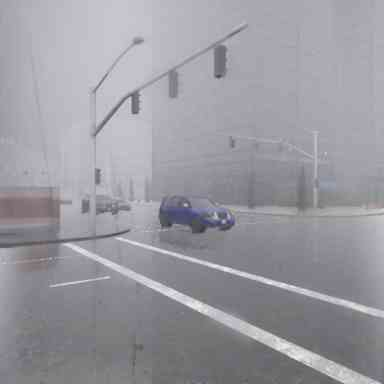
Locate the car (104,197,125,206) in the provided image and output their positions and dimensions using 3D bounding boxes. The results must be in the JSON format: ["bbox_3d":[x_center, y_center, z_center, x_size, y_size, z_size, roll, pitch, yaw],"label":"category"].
[{"bbox_3d":[-13.119,1.526,56.451,1.812,1.442,4.674,0,0,-36],"label":"car"}]

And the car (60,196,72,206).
[{"bbox_3d":[-21.690,1.478,56.186,1.882,1.535,5.008,0,0,-35],"label":"car"}]

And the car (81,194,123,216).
[{"bbox_3d":[-9.101,1.222,32.469,2.150,2.045,5.566,0,0,-36],"label":"car"}]

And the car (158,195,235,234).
[{"bbox_3d":[0.069,1.222,19.659,2.150,2.045,5.566,0,0,-36],"label":"car"}]

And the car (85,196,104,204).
[{"bbox_3d":[-19.086,1.492,64.785,2.128,1.511,4.902,0,0,-36],"label":"car"}]

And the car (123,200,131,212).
[{"bbox_3d":[-8.507,1.564,37.647,1.994,1.385,4.181,0,0,-36],"label":"car"}]
